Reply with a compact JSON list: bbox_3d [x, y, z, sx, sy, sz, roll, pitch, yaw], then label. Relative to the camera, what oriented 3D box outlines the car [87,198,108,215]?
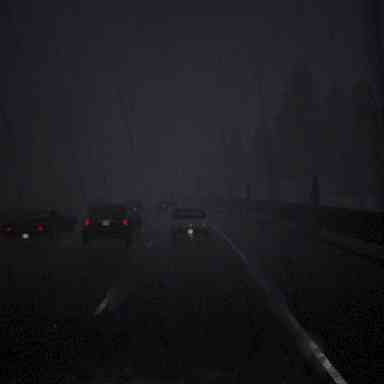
[{"bbox_3d":[-9.643,1.409,34.272,1.837,1.490,4.892,0,0,-13],"label":"car"}]

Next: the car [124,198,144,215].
[{"bbox_3d":[-6.074,1.409,34.267,1.837,1.490,4.892,0,0,-12],"label":"car"}]

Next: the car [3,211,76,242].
[{"bbox_3d":[-7.120,1.555,16.237,1.895,1.301,4.718,0,0,-3],"label":"car"}]

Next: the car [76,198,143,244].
[{"bbox_3d":[-3.618,1.308,15.732,2.097,1.767,4.553,0,0,-2],"label":"car"}]

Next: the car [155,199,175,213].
[{"bbox_3d":[-2.747,1.427,35.305,1.812,1.442,4.674,0,0,-13],"label":"car"}]

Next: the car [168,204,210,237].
[{"bbox_3d":[-0.199,1.551,17.746,1.895,1.301,4.718,0,0,-3],"label":"car"}]
